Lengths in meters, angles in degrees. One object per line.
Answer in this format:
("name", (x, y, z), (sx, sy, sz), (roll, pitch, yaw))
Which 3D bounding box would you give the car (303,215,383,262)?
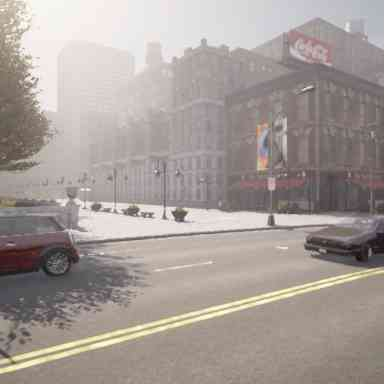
("car", (6.632, 1.571, 12.343), (5.357, 1.411, 2.033), (0, 0, -30))

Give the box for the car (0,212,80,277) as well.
("car", (-5.413, 1.352, 8.654), (4.553, 1.767, 2.097), (0, 0, -34))
